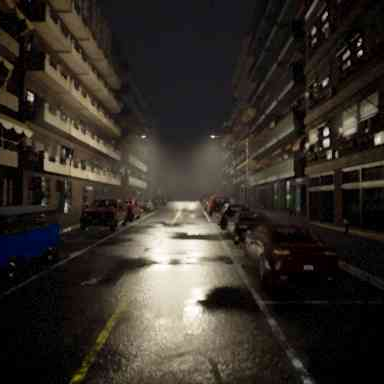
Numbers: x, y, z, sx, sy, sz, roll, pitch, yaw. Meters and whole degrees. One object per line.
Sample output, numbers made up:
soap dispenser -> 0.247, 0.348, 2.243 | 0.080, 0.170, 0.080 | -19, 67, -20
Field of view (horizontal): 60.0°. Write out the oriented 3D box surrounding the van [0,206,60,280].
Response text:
van -> -5.291, 1.331, 9.651 | 1.690, 1.788, 3.998 | 1, 0, 0

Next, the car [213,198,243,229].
car -> 2.594, 1.425, 20.651 | 1.967, 1.590, 4.097 | 1, 0, 0

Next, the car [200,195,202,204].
car -> 2.547, 1.586, 53.839 | 1.802, 1.307, 4.206 | 1, 0, 0

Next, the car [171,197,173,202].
car -> -5.301, 1.639, 76.019 | 1.802, 1.307, 4.206 | 1, 0, 0

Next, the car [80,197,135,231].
car -> -5.291, 1.300, 20.712 | 2.192, 1.841, 5.009 | 1, 0, 0

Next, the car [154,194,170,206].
car -> -5.293, 1.320, 53.894 | 2.192, 1.841, 5.009 | 1, 0, 0

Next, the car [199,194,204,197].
car -> 2.552, 1.342, 64.902 | 2.192, 1.841, 5.009 | 1, 0, 0

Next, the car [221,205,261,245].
car -> 2.584, 1.531, 15.120 | 1.887, 1.381, 4.507 | 1, 0, 0

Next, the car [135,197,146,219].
car -> -5.291, 1.299, 26.241 | 2.192, 1.841, 5.009 | 1, 0, 0

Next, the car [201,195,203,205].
car -> 2.551, 1.431, 42.777 | 1.967, 1.590, 4.097 | 1, 0, 0

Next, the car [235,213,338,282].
car -> 2.584, 1.534, 9.590 | 1.887, 1.381, 4.507 | 1, 0, 0

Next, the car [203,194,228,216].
car -> 2.554, 1.299, 31.713 | 2.192, 1.841, 5.009 | 1, 0, 0

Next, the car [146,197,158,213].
car -> -5.298, 1.552, 37.304 | 1.947, 1.339, 4.313 | 1, 0, 0

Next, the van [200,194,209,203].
van -> 2.551, 1.382, 70.434 | 1.690, 1.788, 3.998 | 1, 0, 0
